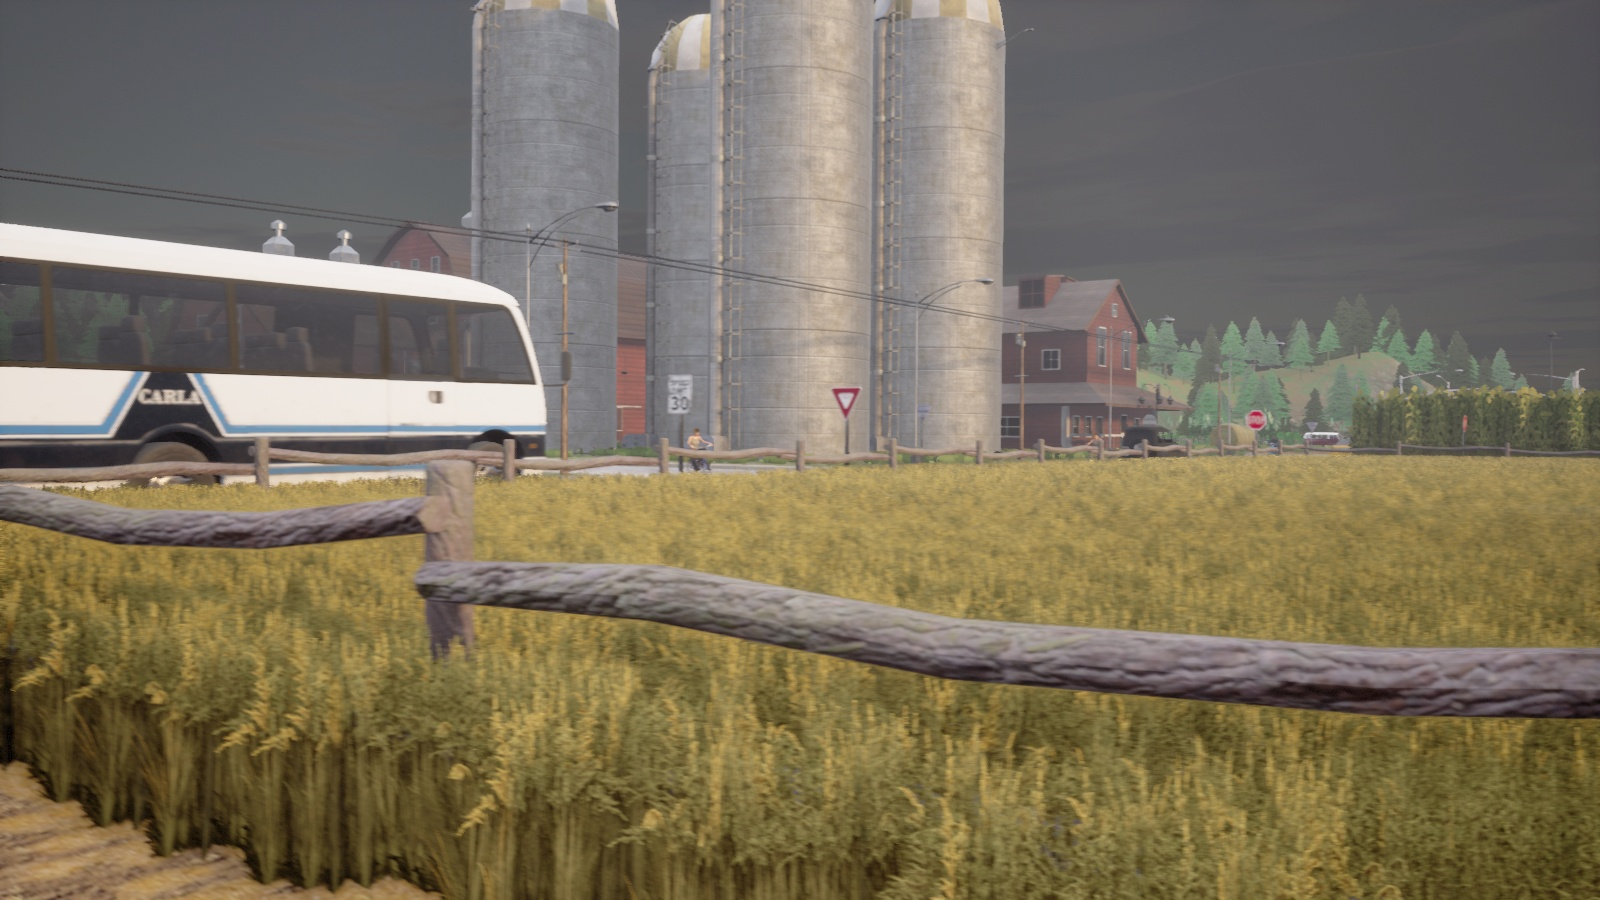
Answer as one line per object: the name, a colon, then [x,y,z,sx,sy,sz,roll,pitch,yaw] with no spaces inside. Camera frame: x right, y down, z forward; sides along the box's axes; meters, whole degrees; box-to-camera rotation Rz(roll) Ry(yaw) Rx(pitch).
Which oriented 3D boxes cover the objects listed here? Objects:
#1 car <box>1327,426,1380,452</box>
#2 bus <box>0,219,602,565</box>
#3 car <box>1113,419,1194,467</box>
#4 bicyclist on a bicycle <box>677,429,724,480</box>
car: [34.266,-0.700,77.681,1.801,1.575,5.366,0,1,37]
bus: [-8.408,-0.851,20.709,3.944,4.253,10.273,0,2,37]
car: [14.473,-0.304,51.277,1.905,1.878,3.866,0,1,37]
bicyclist on a bicycle: [-3.290,0.133,41.435,0.866,1.612,1.509,-3,2,-35]
